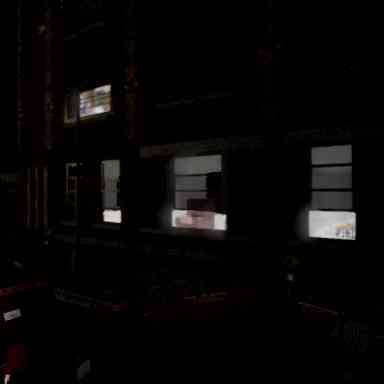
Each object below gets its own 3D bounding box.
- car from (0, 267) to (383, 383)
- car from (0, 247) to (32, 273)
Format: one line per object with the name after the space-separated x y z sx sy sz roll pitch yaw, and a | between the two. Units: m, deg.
0.185 1.555 2.736 4.507 1.381 1.887 -1 0 36 | car
-4.315 1.596 5.946 4.507 1.381 1.887 -1 0 36 | car
